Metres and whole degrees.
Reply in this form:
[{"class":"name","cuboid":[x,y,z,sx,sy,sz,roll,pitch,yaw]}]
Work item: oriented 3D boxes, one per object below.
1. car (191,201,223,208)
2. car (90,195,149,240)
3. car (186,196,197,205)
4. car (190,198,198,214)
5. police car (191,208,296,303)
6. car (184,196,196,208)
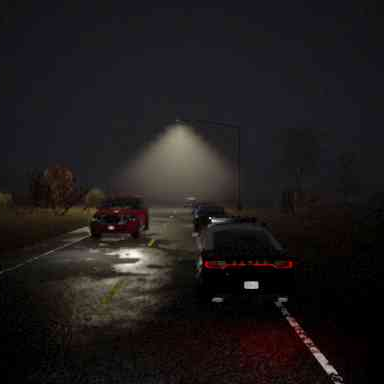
[{"class":"car","cuboid":[1.007,1.488,18.279,1.837,1.490,4.892,0,0,0]},{"class":"car","cuboid":[-3.541,1.205,17.316,2.150,2.045,5.566,0,0,0]},{"class":"car","cuboid":[-0.147,1.407,59.117,1.812,1.442,4.674,0,0,0]},{"class":"car","cuboid":[0.993,1.450,24.281,1.882,1.535,5.008,0,0,0]},{"class":"police car","cuboid":[1.031,1.419,8.388,1.930,1.638,5.238,0,0,0]},{"class":"car","cuboid":[-0.075,1.415,45.783,2.128,1.511,4.902,0,0,0]}]
